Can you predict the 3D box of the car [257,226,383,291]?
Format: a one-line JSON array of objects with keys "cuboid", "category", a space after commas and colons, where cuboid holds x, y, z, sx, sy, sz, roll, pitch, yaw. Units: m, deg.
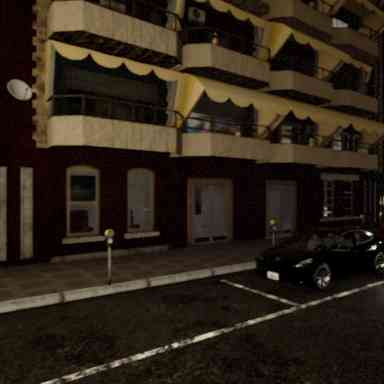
[{"cuboid": [3.714, 1.647, 9.216, 4.313, 1.339, 1.947, 1, -1, -35], "category": "car"}]
